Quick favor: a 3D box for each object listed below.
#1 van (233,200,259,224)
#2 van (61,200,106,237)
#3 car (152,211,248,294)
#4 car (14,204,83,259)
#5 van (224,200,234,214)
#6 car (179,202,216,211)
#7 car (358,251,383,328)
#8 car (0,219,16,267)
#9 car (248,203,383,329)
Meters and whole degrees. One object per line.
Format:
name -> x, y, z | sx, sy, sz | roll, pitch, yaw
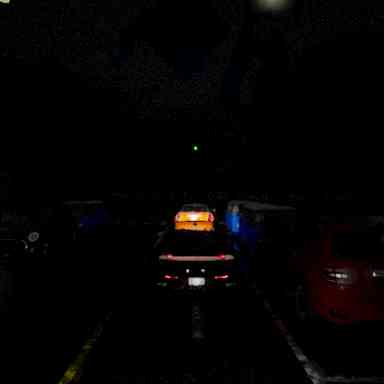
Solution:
van -> 2.735, 1.344, 12.329 | 1.690, 1.788, 3.998 | 0, 0, 0
van -> -5.802, 1.346, 17.748 | 1.690, 1.788, 3.998 | 0, 0, 0
car -> 0.084, 1.494, 8.780 | 2.128, 1.511, 4.902 | 0, 0, 0
car -> -5.790, 1.443, 12.310 | 1.967, 1.590, 4.097 | 0, 0, 0
van -> 2.723, 1.346, 17.766 | 1.690, 1.788, 3.998 | 0, 0, 0
car -> 0.288, 1.356, 19.045 | 2.097, 1.767, 4.553 | 0, 0, 5
car -> 2.759, 1.440, 1.453 | 1.967, 1.590, 4.097 | 0, 0, 0
car -> -5.777, 1.527, 6.702 | 1.752, 1.417, 4.829 | 0, 0, 0
car -> 2.747, 1.316, 6.891 | 2.192, 1.841, 5.009 | 0, 0, 0
